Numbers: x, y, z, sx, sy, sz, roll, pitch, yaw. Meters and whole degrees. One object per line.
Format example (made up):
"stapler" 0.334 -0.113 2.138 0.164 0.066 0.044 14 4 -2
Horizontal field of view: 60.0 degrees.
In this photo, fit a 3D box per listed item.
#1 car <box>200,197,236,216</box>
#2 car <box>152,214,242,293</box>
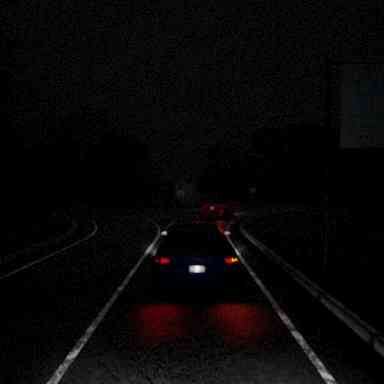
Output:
"car" 2.220 1.205 27.627 2.097 1.767 4.553 1 1 18
"car" 0.102 1.514 8.730 1.994 1.385 4.181 0 0 0
